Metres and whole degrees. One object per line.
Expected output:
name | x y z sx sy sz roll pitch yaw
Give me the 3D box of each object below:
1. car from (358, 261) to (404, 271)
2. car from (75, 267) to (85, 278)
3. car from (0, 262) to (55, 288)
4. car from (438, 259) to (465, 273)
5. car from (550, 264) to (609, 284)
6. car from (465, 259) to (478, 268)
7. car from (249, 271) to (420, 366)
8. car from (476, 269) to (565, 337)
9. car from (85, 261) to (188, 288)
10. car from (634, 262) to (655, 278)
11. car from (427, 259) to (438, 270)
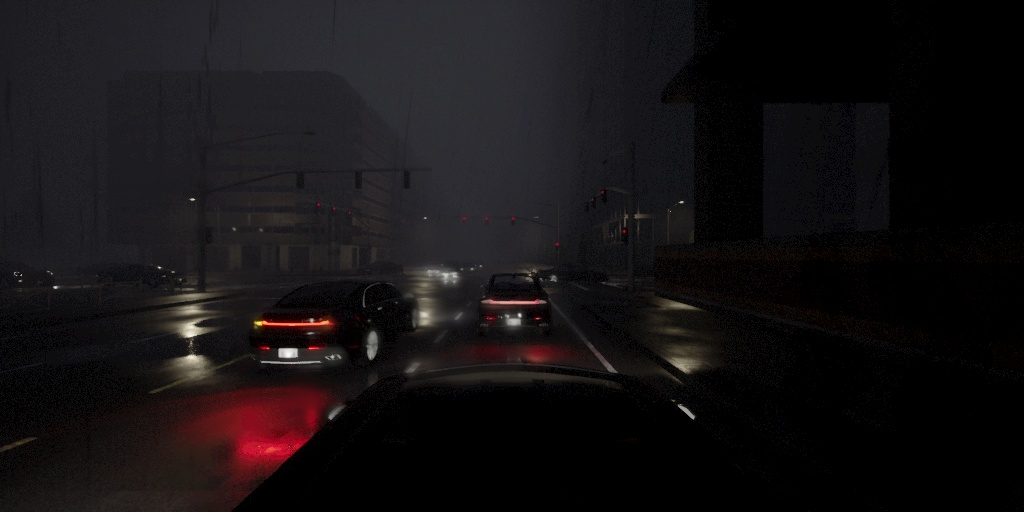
car | -13.302 1.255 36.593 1.882 1.535 5.008 1 0 29
car | -38.657 1.281 34.372 5.008 1.535 1.882 0 0 0
car | -33.393 1.156 23.673 4.553 1.767 2.097 0 0 0
car | -7.398 1.239 44.397 2.128 1.511 4.902 0 0 -2
car | 4.520 1.338 27.170 5.357 1.411 2.033 1 0 9
car | -7.400 1.224 60.794 1.882 1.535 5.008 0 0 1
car | -3.451 1.254 7.977 1.837 1.490 4.892 0 0 0
car | 0.059 1.241 10.297 2.128 1.511 4.902 0 0 0
car | -24.326 1.295 23.655 4.902 1.511 2.128 0 0 0
car | 13.949 1.295 34.287 4.902 1.511 2.128 0 0 0
car | -10.982 1.239 52.236 2.128 1.511 4.902 0 0 0
